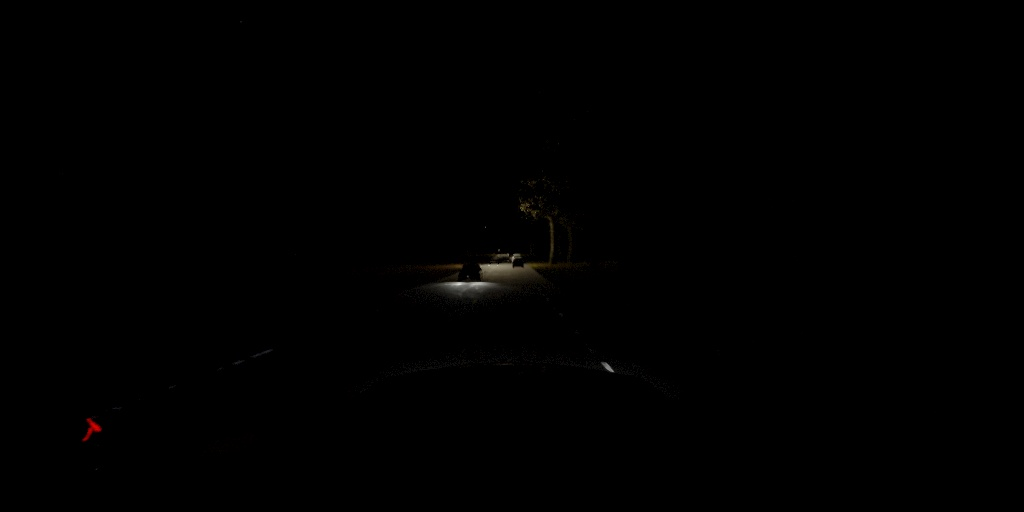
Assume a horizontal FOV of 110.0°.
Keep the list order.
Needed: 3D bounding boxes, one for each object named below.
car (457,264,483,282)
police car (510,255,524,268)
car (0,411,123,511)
[{"bbox_3d":[-3.597,1.438,31.619,1.837,1.490,4.892,0,0,0],"label":"car"},{"bbox_3d":[1.039,1.151,59.871,1.930,1.638,5.238,0,1,0],"label":"police car"},{"bbox_3d":[-3.586,1.303,0.590,1.994,1.385,4.181,0,0,0],"label":"car"}]
